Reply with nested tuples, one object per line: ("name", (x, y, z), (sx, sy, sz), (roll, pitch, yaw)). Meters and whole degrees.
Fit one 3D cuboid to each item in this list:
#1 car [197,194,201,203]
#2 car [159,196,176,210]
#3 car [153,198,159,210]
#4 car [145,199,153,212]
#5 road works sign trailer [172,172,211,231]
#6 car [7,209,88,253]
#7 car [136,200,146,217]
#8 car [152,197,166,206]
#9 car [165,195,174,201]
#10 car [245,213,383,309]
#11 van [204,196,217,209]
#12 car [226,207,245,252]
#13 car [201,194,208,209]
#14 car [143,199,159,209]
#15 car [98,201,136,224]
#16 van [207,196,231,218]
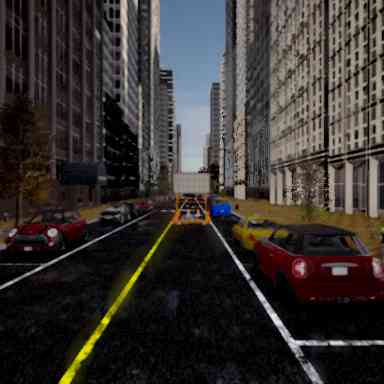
("car", (2.543, 1.689, 70.465), (2.008, 1.369, 4.403), (-1, 0, 0))
("car", (-3.174, 1.651, 44.749), (1.994, 1.385, 4.181), (0, 0, 0))
("car", (-5.782, 1.633, 42.030), (2.008, 1.369, 4.403), (-1, 0, 0))
("car", (-5.770, 1.615, 36.347), (1.887, 1.381, 4.507), (-1, 0, 0))
("road works sign trailer", (-0.023, 0.506, 21.057), (2.380, 3.560, 2.880), (0, 0, 0))
("car", (-5.726, 1.466, 13.613), (1.967, 1.590, 4.097), (-1, 0, 0))
("car", (-5.758, 1.625, 30.663), (1.947, 1.339, 4.313), (-1, 0, 0))
("car", (-5.815, 1.666, 59.081), (2.008, 1.369, 4.403), (-1, 0, 0))
("car", (-5.872, 1.609, 87.499), (1.967, 1.590, 4.097), (-1, 0, 0))
("car", (2.666, 1.456, 7.946), (1.967, 1.590, 4.097), (-1, 0, 0))
("van", (2.586, 1.435, 47.731), (1.690, 1.788, 3.998), (-1, 0, 0))
("car", (2.655, 1.553, 13.799), (1.752, 1.417, 4.829), (-1, 0, 0))
("car", (2.597, 1.398, 42.047), (2.192, 1.841, 5.009), (-1, 0, 0))
("car", (-5.792, 1.675, 47.714), (1.802, 1.307, 4.206), (-1, 0, 0))
("car", (-5.748, 1.599, 24.979), (2.008, 1.369, 4.403), (-1, 0, 0))
("van", (2.620, 1.402, 30.680), (1.690, 1.788, 3.998), (-1, 0, 0))
